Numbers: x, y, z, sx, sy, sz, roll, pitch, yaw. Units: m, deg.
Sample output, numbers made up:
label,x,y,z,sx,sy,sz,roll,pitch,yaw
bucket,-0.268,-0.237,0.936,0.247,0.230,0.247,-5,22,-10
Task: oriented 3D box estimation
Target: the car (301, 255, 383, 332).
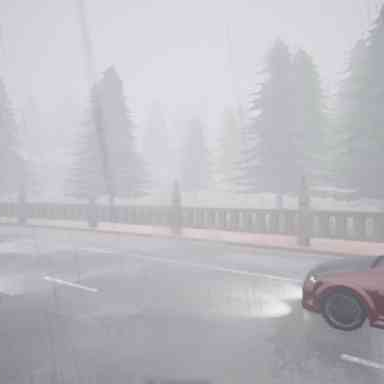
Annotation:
label,x,y,z,sx,sy,sz,roll,pitch,yaw
car,4.007,1.564,5.431,4.181,1.385,1.994,0,0,36
